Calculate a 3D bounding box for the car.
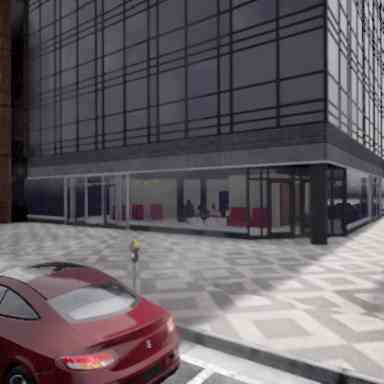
[{"bbox_3d":[-2.078,1.621,4.444,4.206,1.307,1.802,-1,0,36],"label":"car"}]
